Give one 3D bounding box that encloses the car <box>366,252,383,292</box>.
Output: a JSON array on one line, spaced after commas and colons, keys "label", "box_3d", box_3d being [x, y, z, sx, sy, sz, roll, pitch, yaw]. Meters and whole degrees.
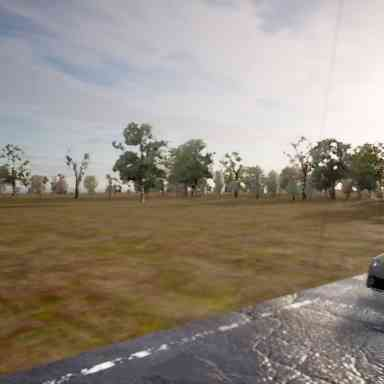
[{"label": "car", "box_3d": [5.781, 1.550, 7.502, 4.181, 1.385, 1.994, 0, 0, -35]}]
